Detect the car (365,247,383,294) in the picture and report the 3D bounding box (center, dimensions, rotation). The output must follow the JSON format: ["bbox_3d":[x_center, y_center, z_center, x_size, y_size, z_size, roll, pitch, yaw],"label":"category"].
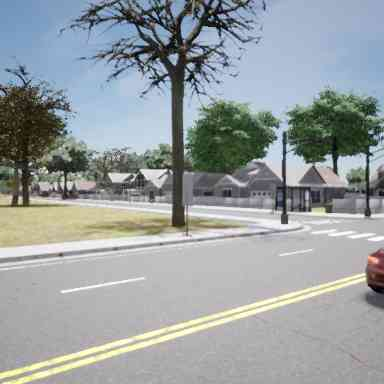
[{"bbox_3d":[5.704,1.518,7.486,4.674,1.442,1.812,0,0,-36],"label":"car"}]
